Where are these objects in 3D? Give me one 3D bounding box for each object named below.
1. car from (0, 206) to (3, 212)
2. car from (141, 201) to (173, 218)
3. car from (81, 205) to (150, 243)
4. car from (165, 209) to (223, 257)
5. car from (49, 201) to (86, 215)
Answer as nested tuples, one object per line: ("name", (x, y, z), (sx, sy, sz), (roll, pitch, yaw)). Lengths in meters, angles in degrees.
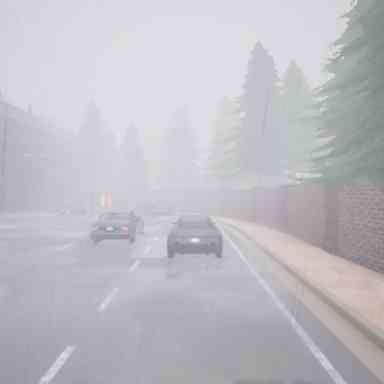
("car", (-21.658, 1.617, 33.767), (4.718, 1.301, 1.895), (0, 0, 17))
("car", (-3.631, 1.561, 30.456), (2.033, 1.411, 5.357), (0, 0, -35))
("car", (-3.460, 1.555, 16.134), (2.033, 1.411, 5.357), (0, 0, -2))
("car", (0.091, 1.570, 13.039), (1.994, 1.385, 4.181), (0, 0, 0))
("car", (-12.695, 1.579, 33.899), (4.181, 1.385, 1.994), (0, 0, 34))
